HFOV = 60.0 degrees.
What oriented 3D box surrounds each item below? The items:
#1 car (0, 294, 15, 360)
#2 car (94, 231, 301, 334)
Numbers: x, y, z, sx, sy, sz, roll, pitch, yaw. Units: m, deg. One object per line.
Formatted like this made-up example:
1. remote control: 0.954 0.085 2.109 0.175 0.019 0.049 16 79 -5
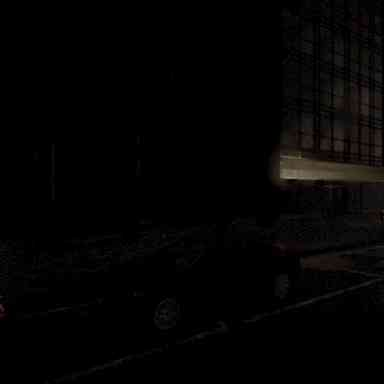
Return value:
1. car: -4.270 1.441 3.487 4.097 1.590 1.967 0 0 -35
2. car: 0.322 1.544 6.759 4.507 1.381 1.887 0 0 -35
